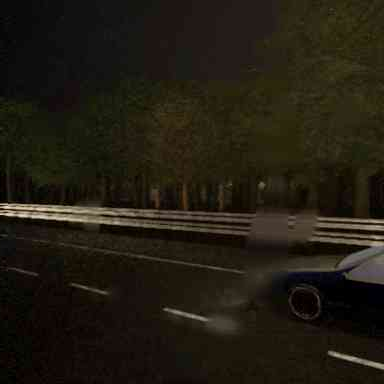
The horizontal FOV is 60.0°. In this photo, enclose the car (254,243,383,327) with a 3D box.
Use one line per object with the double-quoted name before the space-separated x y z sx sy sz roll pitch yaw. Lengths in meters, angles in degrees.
"car" 3.793 1.549 5.462 5.357 1.411 2.033 0 0 36
